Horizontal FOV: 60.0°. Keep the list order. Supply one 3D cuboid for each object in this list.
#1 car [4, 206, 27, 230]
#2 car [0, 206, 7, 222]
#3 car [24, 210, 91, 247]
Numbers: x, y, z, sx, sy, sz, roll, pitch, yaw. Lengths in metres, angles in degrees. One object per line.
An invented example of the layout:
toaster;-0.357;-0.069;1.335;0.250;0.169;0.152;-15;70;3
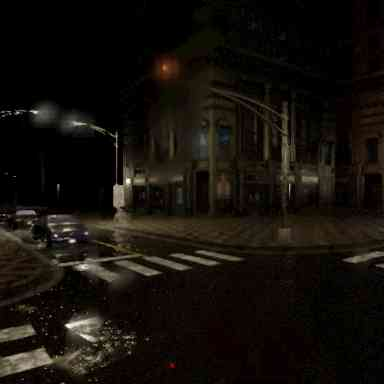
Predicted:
car;-12.611;2.038;25.152;1.994;1.385;4.181;0;-1;-35
car;-18.493;2.157;33.481;1.837;1.490;4.892;0;-1;-35
car;-6.884;1.849;17.056;2.033;1.411;5.357;0;-1;-35
